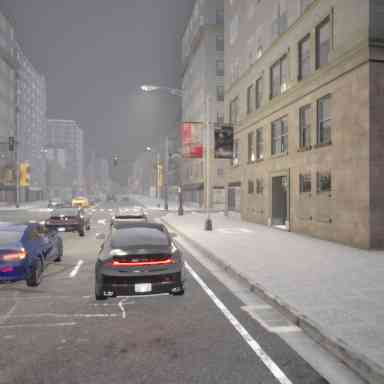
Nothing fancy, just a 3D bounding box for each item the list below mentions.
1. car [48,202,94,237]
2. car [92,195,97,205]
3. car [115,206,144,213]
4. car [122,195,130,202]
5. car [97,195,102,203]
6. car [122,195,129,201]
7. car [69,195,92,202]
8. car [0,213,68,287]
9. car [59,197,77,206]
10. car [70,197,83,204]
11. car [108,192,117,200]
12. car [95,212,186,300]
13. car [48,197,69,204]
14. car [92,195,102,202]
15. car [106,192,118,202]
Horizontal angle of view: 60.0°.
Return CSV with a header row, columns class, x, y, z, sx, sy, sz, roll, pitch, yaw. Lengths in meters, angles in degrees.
class,x,y,z,sx,sy,sz,roll,pitch,yaw
car,-6.614,1.511,18.001,1.837,1.490,4.892,0,0,-11
car,-18.202,1.380,58.035,2.097,1.767,4.553,0,0,-12
car,-3.320,1.497,17.595,2.128,1.511,4.902,0,0,-11
car,-15.965,1.626,80.019,1.895,1.301,4.718,0,0,-11
car,-20.090,1.583,67.644,1.994,1.385,4.181,0,0,-11
car,-17.948,1.510,89.813,1.882,1.535,5.008,0,0,-11
car,-16.394,1.502,48.950,1.882,1.535,5.008,0,0,-11
car,-4.797,1.528,9.035,1.812,1.442,4.674,0,0,-11
car,-21.464,1.575,57.741,2.033,1.411,5.357,0,0,-11
car,-23.393,1.625,67.581,1.895,1.301,4.718,0,0,-11
car,-20.893,1.125,87.976,2.150,2.045,5.566,0,0,-11
car,-1.373,1.507,8.475,1.837,1.490,4.892,0,0,-11
car,-19.605,1.516,48.173,2.128,1.511,4.902,0,0,-14
car,-22.092,1.506,77.527,1.837,1.490,4.892,0,0,-11
car,-18.824,1.252,77.764,2.150,2.045,5.566,0,0,-11
